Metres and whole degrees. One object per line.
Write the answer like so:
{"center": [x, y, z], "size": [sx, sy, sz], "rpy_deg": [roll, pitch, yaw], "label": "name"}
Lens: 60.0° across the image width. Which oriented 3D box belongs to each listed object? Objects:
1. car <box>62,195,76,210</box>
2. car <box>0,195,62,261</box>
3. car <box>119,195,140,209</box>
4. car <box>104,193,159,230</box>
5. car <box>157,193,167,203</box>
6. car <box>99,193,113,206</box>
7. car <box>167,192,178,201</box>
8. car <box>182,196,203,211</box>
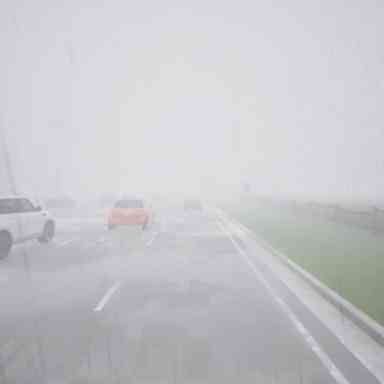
{"center": [-14.007, 1.098, 35.743], "size": [1.882, 1.535, 5.008], "rpy_deg": [0, 1, -2], "label": "car"}
{"center": [-6.899, 1.094, 11.833], "size": [2.150, 2.045, 5.566], "rpy_deg": [0, 1, 0], "label": "car"}
{"center": [-7.118, 1.096, 38.322], "size": [1.837, 1.490, 4.892], "rpy_deg": [0, 0, -3], "label": "car"}
{"center": [-3.397, 1.143, 19.506], "size": [2.097, 1.767, 4.553], "rpy_deg": [0, 1, 0], "label": "car"}
{"center": [-5.736, 0.928, 54.221], "size": [1.837, 1.490, 4.892], "rpy_deg": [1, 0, -13], "label": "car"}
{"center": [-11.254, 0.874, 44.854], "size": [2.097, 1.767, 4.553], "rpy_deg": [0, 1, -7], "label": "car"}
{"center": [-3.948, 0.802, 61.519], "size": [1.801, 1.575, 5.366], "rpy_deg": [0, 1, -16], "label": "car"}
{"center": [0.034, 1.161, 34.198], "size": [1.812, 1.442, 4.674], "rpy_deg": [0, 1, -1], "label": "car"}
